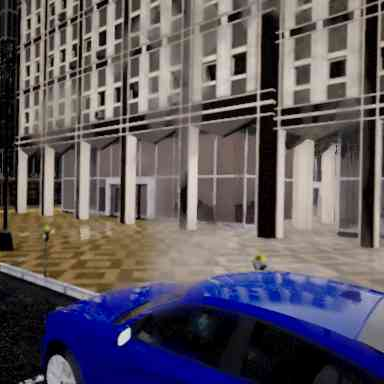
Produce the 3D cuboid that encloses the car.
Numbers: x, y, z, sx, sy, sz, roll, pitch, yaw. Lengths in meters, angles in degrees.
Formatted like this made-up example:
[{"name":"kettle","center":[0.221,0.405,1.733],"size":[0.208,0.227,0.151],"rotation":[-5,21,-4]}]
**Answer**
[{"name":"car","center":[0.538,1.501,3.013],"size":[5.008,1.535,1.882],"rotation":[1,0,38]}]
